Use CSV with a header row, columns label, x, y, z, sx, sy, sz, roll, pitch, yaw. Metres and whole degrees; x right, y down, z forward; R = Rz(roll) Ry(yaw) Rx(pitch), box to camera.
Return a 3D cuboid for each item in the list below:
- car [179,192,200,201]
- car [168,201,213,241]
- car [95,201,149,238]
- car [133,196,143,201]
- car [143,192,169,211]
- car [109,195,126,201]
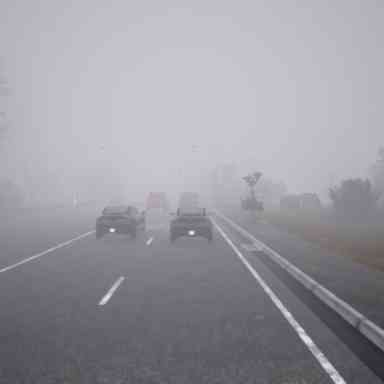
label,x,y,z,sx,sy,sz,roll,pitch,yaw
car,-0.319,1.038,37.607,2.150,2.045,5.566,0,0,-1
car,-0.040,1.425,16.254,1.837,1.490,4.892,0,0,-1
car,-3.550,1.422,17.105,1.837,1.490,4.892,0,0,-1
car,-7.585,1.288,49.075,1.812,1.442,4.674,0,0,0
car,-3.818,1.039,37.600,2.150,2.045,5.566,0,0,-1
car,-11.088,1.271,49.498,1.837,1.490,4.892,0,0,-1
